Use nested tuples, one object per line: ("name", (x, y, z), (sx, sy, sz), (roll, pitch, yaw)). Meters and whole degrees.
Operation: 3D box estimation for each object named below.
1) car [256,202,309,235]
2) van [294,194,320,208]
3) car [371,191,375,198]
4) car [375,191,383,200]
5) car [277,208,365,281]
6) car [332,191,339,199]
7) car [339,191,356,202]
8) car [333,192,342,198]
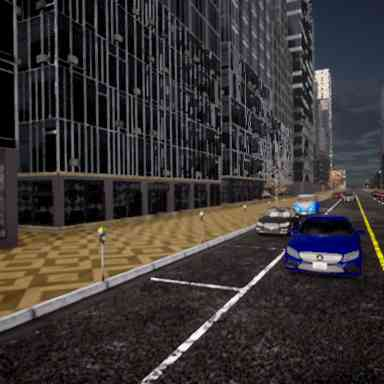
("car", (4.572, 1.420, 17.196), (2.008, 1.369, 4.403), (-1, 0, 26))
("van", (9.534, 1.092, 27.440), (1.690, 1.788, 3.998), (-1, 0, 26))
("car", (41.897, 0.568, 75.006), (1.947, 1.339, 4.313), (-1, 0, 26))
("car", (34.451, 0.754, 59.639), (1.887, 1.381, 4.507), (-1, 0, 26))
("car", (3.998, 1.434, 9.846), (1.812, 1.442, 4.674), (-1, 0, 26))
("car", (31.877, 0.706, 73.545), (1.887, 1.381, 4.507), (-1, 0, 26))
("car", (26.006, 0.711, 55.269), (2.097, 1.767, 4.553), (-1, 0, 26))
("car", (34.360, 0.673, 78.668), (1.802, 1.307, 4.206), (-1, 0, 26))
